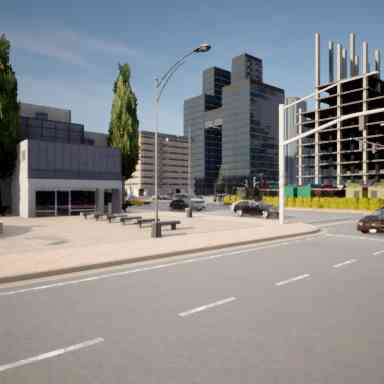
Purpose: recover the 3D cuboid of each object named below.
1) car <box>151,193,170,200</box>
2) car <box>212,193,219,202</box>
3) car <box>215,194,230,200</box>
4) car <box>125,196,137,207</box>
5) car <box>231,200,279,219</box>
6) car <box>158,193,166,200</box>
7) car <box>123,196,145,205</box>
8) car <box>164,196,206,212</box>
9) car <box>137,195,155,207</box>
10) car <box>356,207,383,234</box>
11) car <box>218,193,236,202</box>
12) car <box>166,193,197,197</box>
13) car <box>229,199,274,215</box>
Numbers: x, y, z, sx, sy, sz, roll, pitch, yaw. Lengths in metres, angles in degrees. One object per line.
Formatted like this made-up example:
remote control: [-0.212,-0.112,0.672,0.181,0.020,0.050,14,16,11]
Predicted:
car: [-8.280,1.153,87.371,4.605,1.855,1.932,0,0,-40]
car: [6.099,1.156,70.041,3.866,1.878,1.905,0,0,-40]
car: [8.692,1.395,94.193,3.806,1.475,1.970,0,0,-40]
car: [-10.675,1.601,50.288,1.895,1.301,4.718,0,0,-38]
car: [5.810,1.491,29.340,2.128,1.511,4.902,0,0,-38]
car: [-6.472,1.156,85.110,3.866,1.878,1.905,0,0,-40]
car: [-10.877,1.504,62.131,1.837,1.490,4.892,0,0,-38]
car: [-0.734,1.505,37.640,1.837,1.490,4.892,0,0,-38]
car: [-8.377,1.478,53.034,1.882,1.535,5.008,0,0,-38]
car: [11.051,1.547,18.314,5.357,1.411,2.033,0,0,-40]
car: [7.941,1.395,67.807,3.806,1.475,1.970,0,0,-40]
car: [-0.520,1.221,43.019,2.150,2.045,5.566,0,0,-38]
car: [6.115,1.526,34.639,1.812,1.442,4.674,0,0,-38]
